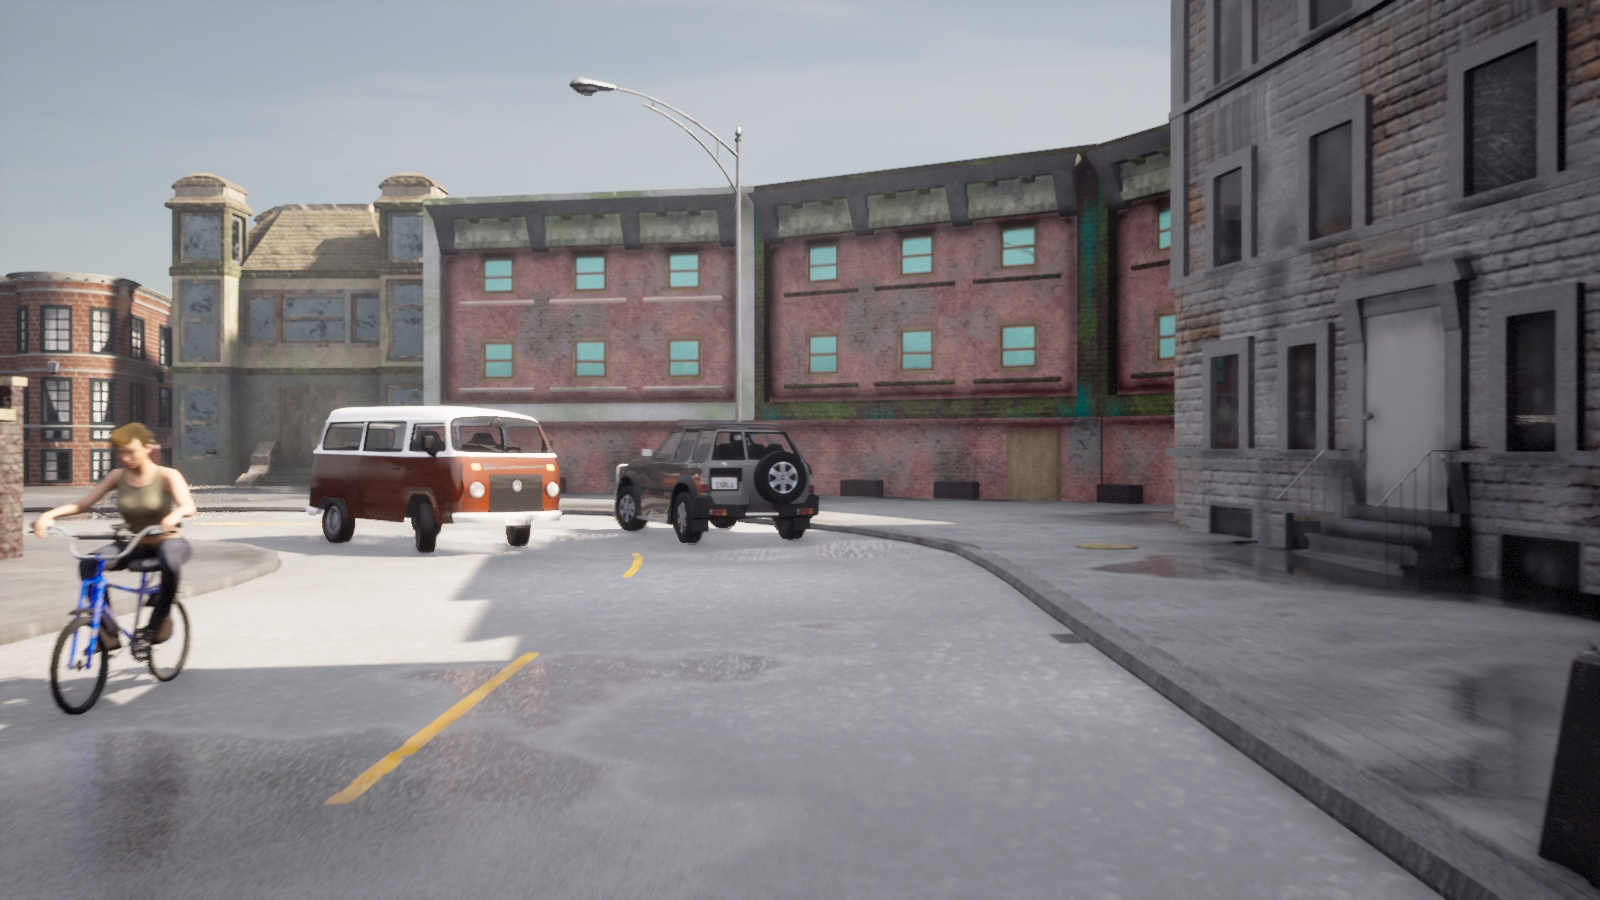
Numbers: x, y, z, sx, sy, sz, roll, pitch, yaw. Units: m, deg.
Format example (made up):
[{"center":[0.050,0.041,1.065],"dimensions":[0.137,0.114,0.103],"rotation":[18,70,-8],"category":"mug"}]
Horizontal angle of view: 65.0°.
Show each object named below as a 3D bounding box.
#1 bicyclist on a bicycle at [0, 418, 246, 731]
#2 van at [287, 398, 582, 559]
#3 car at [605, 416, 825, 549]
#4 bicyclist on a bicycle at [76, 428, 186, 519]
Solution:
[{"center":[-3.959,0.639,7.224],"dimensions":[0.866,1.612,1.509],"rotation":[0,0,0],"category":"bicyclist on a bicycle"},{"center":[-5.379,0.364,18.181],"dimensions":[4.480,2.038,2.069],"rotation":[1,-1,43],"category":"van"},{"center":[-1.497,0.451,19.928],"dimensions":[1.932,1.855,4.605],"rotation":[1,0,-25],"category":"car"},{"center":[-13.303,0.465,25.002],"dimensions":[1.843,1.776,0.659],"rotation":[0,0,2],"category":"bicyclist on a bicycle"}]
